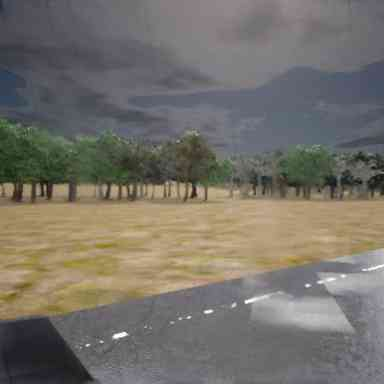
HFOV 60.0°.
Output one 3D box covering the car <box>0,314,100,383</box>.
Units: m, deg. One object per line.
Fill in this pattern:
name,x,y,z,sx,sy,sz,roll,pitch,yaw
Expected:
car,-3.056,1.599,1.813,4.718,1.301,1.895,0,0,-36
